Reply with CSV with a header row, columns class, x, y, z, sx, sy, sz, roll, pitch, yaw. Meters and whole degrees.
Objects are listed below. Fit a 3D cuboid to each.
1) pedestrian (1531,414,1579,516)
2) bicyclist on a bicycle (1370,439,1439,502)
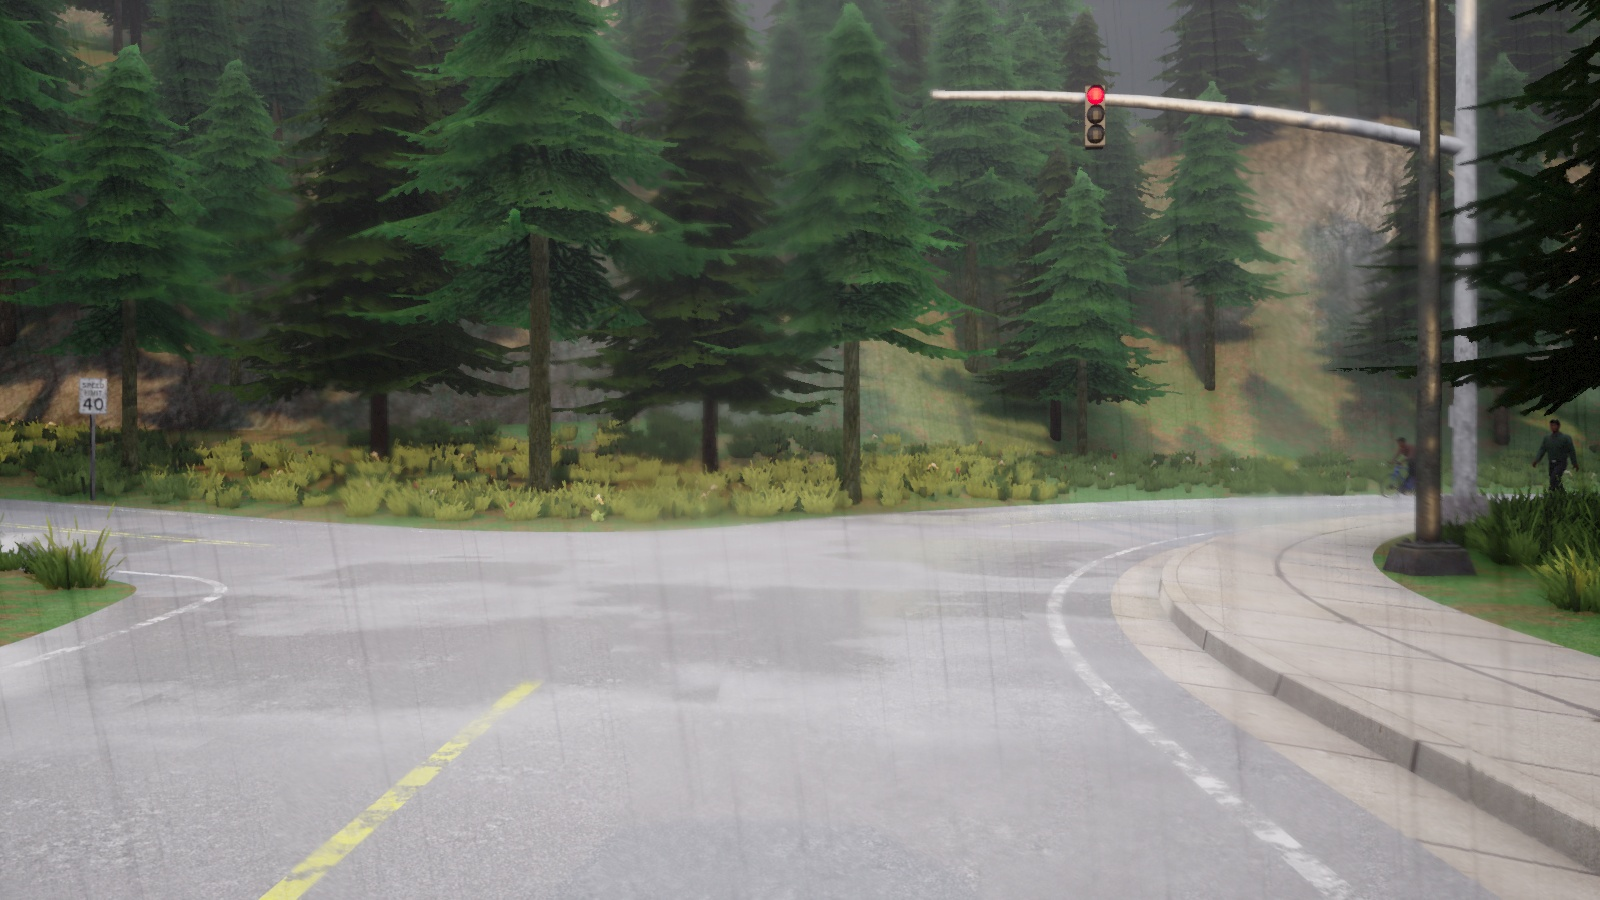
class,x,y,z,sx,sy,sz,roll,pitch,yaw
pedestrian,14.660,0.283,24.387,0.788,1.949,0.423,0,0,-24
bicyclist on a bicycle,15.800,0.527,32.824,1.656,1.620,0.582,0,1,-17
